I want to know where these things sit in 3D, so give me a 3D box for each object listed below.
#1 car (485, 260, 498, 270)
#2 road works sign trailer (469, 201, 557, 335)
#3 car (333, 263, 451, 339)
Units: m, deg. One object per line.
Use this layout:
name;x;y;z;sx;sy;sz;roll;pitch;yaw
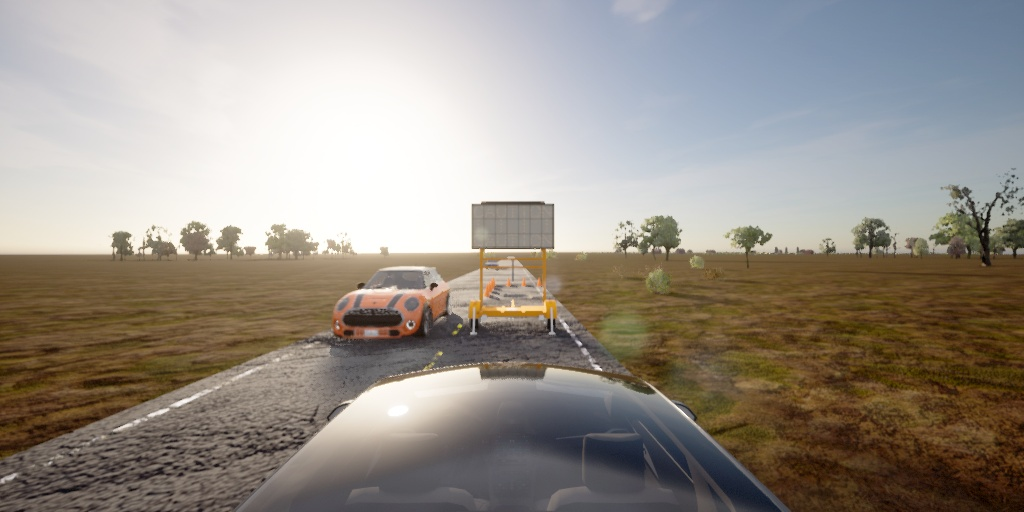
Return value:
car;-2.948;1.256;52.730;2.033;1.411;5.357;0;0;0
road works sign trailer;0.026;0.207;10.518;2.380;3.560;2.880;0;0;0
car;-3.075;1.095;10.091;2.097;1.767;4.553;0;0;0
